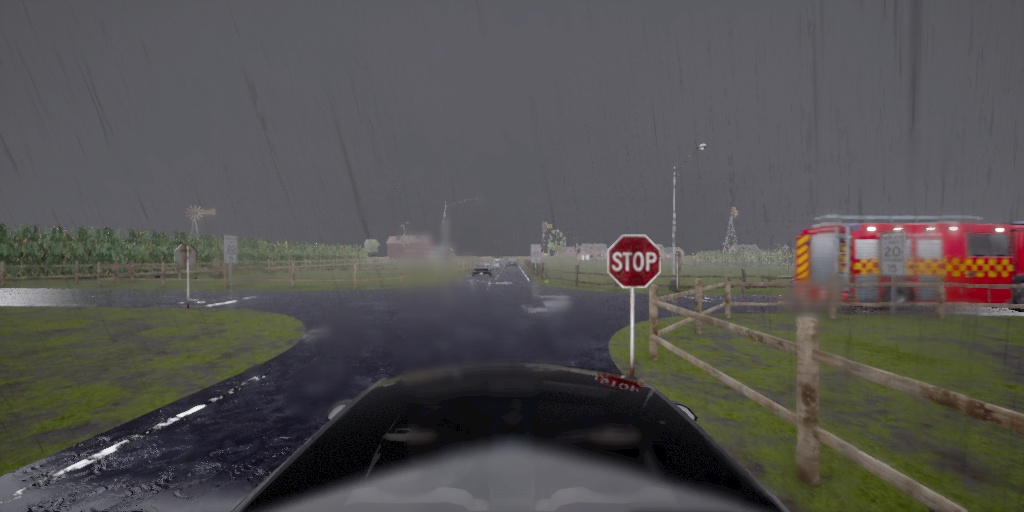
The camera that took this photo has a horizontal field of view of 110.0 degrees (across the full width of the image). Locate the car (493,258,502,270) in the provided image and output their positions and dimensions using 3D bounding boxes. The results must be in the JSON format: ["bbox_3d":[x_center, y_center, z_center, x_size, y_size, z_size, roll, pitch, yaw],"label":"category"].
[{"bbox_3d":[-2.846,1.334,51.064,1.895,1.301,4.718,0,0,1],"label":"car"}]

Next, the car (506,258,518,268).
[{"bbox_3d":[-0.009,1.081,62.299,2.097,1.767,4.553,0,0,0],"label":"car"}]

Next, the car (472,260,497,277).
[{"bbox_3d":[-2.851,1.340,35.558,1.895,1.301,4.718,0,0,0],"label":"car"}]

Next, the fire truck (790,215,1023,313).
[{"bbox_3d":[16.914,0.250,14.799,8.468,3.827,2.891,0,0,1],"label":"fire truck"}]
